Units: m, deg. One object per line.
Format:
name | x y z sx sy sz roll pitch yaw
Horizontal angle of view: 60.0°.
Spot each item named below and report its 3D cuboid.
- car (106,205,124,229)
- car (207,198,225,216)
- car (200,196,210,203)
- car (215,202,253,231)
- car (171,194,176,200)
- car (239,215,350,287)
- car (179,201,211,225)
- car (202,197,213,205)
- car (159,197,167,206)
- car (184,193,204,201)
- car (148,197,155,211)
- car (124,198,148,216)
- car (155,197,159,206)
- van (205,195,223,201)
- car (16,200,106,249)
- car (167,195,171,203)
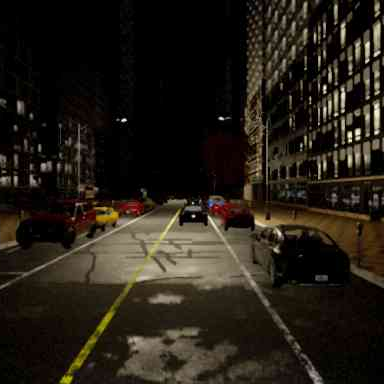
car | -5.693 1.520 20.247 1.752 1.417 4.829 0 0 0
car | 2.688 1.536 31.752 1.887 1.381 4.507 0 0 0
car | 2.687 1.541 71.428 1.947 1.339 4.313 0 0 0
car | 2.688 1.539 20.416 1.887 1.381 4.507 0 0 0
car | -5.694 1.531 88.433 1.947 1.339 4.313 0 0 0
car | 2.688 1.548 9.080 2.008 1.369 4.403 0 0 0
car | 0.101 1.557 23.878 1.994 1.385 4.181 0 0 0
car | 2.687 1.562 60.092 1.802 1.307 4.206 0 0 0
car | -5.693 1.549 54.424 1.947 1.339 4.313 0 0 0
car | 0.100 1.339 40.881 2.097 1.767 4.553 0 0 0
car | -5.693 1.555 37.421 1.947 1.339 4.313 0 0 0
car | -5.693 1.536 31.753 1.887 1.381 4.507 0 0 0
car | -5.693 1.513 42.919 1.752 1.417 4.829 0 0 0
van | 2.687 1.331 37.419 1.690 1.788 3.998 0 0 0
car | -5.693 1.311 14.749 2.192 1.841 5.009 0 0 0
car | -5.693 1.560 65.761 1.802 1.307 4.206 0 0 0
